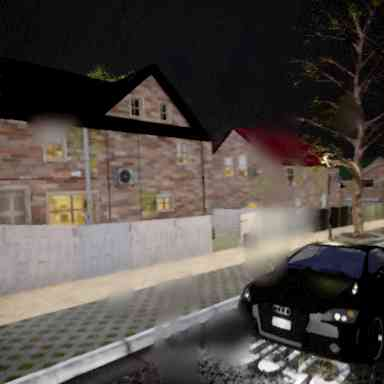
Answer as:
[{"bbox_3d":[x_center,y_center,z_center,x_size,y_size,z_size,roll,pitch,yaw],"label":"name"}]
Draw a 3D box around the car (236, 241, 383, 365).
[{"bbox_3d":[2.646,1.628,6.010,4.181,1.385,1.994,0,-1,-45],"label":"car"}]
